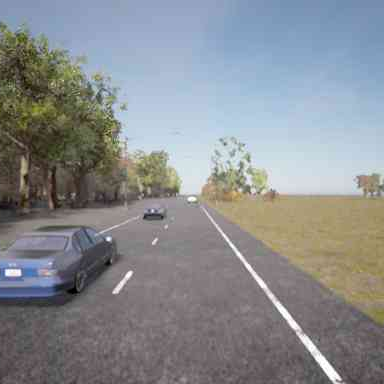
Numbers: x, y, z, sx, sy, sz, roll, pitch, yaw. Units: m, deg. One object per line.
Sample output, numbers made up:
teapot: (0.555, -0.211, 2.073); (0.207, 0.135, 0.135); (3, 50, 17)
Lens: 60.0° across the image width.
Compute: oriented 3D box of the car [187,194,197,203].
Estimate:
car: (-0.053, 1.607, 82.406); (2.150, 2.045, 5.566); (0, 0, 0)

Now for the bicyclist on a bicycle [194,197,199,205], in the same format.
bicyclist on a bicycle: (0.912, 1.819, 66.144); (0.866, 1.612, 1.509); (0, 0, 0)

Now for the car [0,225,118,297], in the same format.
car: (-3.406, 1.599, 8.842); (2.033, 1.411, 5.357); (0, 0, 0)

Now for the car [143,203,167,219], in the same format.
car: (-3.423, 1.729, 31.459); (2.033, 1.411, 5.357); (0, 0, 0)

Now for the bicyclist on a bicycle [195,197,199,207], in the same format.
bicyclist on a bicycle: (0.926, 1.777, 55.968); (0.582, 1.620, 1.656); (0, -1, 0)
